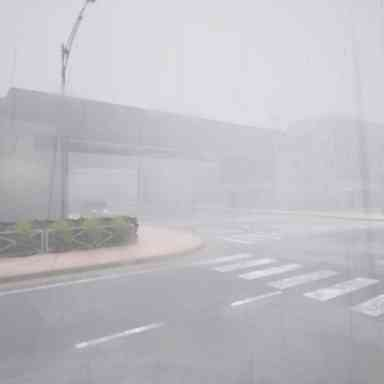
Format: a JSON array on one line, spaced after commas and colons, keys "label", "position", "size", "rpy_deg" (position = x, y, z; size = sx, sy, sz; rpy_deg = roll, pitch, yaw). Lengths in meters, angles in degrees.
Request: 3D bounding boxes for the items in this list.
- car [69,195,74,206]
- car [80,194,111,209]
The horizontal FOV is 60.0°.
[{"label": "car", "position": [-19.094, 1.513, 47.574], "size": [2.033, 1.411, 5.357], "rpy_deg": [0, 0, -35]}, {"label": "car", "position": [-13.271, 1.433, 45.445], "size": [1.882, 1.535, 5.008], "rpy_deg": [0, 0, -36]}]
